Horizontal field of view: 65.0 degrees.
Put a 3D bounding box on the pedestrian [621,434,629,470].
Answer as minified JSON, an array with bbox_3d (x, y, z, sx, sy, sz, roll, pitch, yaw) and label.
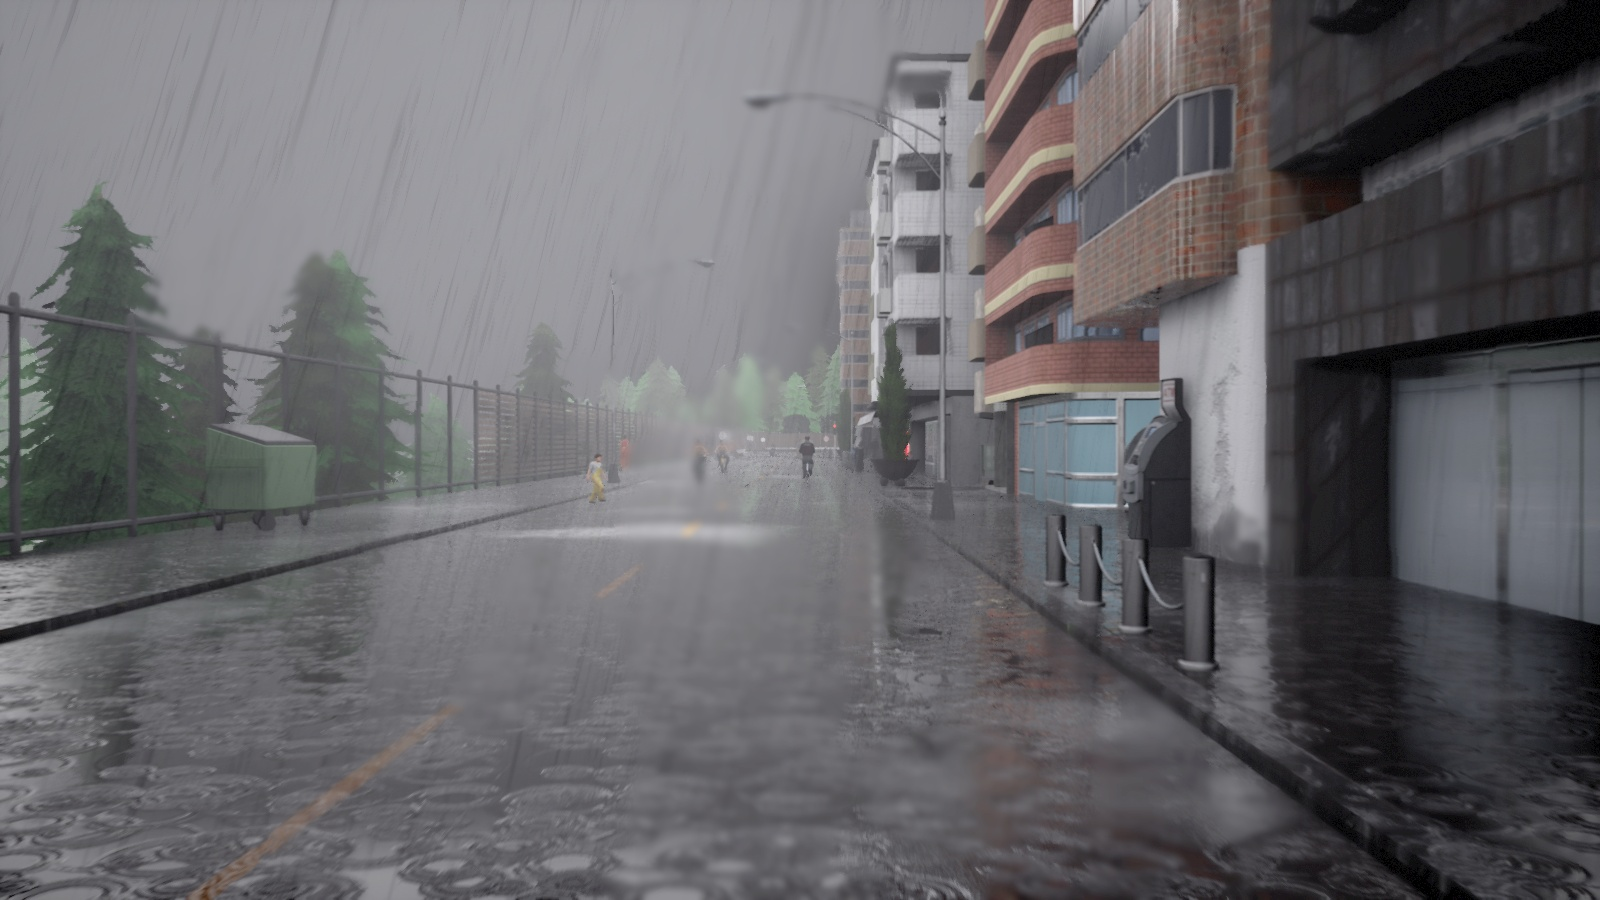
[{"bbox_3d":[-8.776,0.094,63.062,0.345,1.836,0.594,0,0,-5],"label":"pedestrian"}]

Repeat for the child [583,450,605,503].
[{"bbox_3d":[-4.999,0.635,30.466,0.437,1.263,0.270,0,0,27],"label":"child"}]
